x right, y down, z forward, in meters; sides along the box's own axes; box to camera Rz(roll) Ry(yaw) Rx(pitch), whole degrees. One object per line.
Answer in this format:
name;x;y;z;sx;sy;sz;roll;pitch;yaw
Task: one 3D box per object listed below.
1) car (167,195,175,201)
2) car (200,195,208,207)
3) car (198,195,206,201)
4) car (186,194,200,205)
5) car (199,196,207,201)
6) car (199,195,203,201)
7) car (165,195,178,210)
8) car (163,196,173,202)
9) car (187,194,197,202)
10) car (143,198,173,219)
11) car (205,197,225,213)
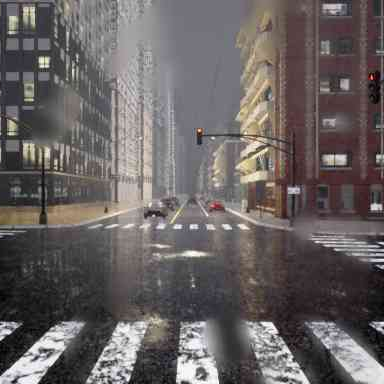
car;-5.713;1.595;89.620;1.887;1.381;4.507;0;0;0
car;2.678;1.567;50.082;2.008;1.369;4.403;0;0;0
car;2.667;1.491;89.622;1.967;1.590;4.097;0;0;0
car;-0.015;1.549;59.763;1.812;1.442;4.674;0;0;0
car;2.669;1.626;83.974;1.802;1.307;4.206;0;0;0
car;2.677;1.571;55.730;2.008;1.369;4.403;0;0;0
car;-3.109;1.514;40.538;1.837;1.490;4.892;0;0;0
car;-5.710;1.589;78.322;2.008;1.369;4.403;0;0;0
car;-0.017;1.218;69.736;2.097;1.767;4.553;0;0;0
car;-3.109;1.553;29.670;2.033;1.411;5.357;0;0;0
car;2.732;1.591;37.165;1.802;1.307;4.206;0;0;0
